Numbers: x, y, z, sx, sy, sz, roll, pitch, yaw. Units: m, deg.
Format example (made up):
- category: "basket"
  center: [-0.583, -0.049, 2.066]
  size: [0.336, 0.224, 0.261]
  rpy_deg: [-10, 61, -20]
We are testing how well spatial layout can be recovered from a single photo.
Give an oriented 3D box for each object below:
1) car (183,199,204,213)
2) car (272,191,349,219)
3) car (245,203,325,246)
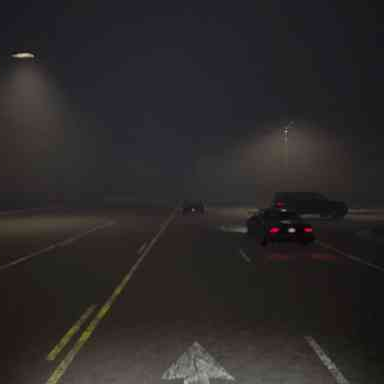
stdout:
- category: "car"
  center: [0.104, 1.276, 31.784]
  size: [1.895, 1.301, 4.718]
  rpy_deg: [0, 1, 0]
- category: "car"
  center: [8.768, 0.968, 25.020]
  size: [5.566, 2.045, 2.150]
  rpy_deg: [0, 0, -5]
- category: "car"
  center: [3.600, 1.401, 14.460]
  size: [2.033, 1.411, 5.357]
  rpy_deg: [0, 1, 0]
